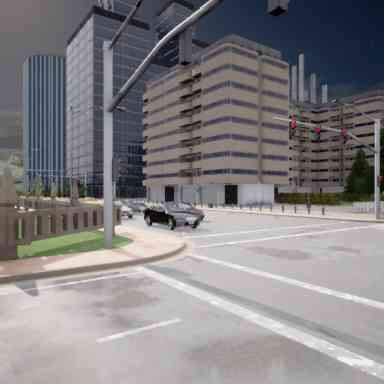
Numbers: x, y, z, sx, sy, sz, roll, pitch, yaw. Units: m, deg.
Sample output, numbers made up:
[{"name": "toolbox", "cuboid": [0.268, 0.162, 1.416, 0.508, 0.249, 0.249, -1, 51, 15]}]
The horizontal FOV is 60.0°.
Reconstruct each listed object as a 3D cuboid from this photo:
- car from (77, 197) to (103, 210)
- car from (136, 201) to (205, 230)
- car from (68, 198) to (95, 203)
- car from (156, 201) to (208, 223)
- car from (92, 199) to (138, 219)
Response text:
[{"name": "car", "cuboid": [-13.681, 1.483, 44.585, 1.882, 1.535, 5.008, 0, 0, -35]}, {"name": "car", "cuboid": [-1.390, 1.496, 21.214, 2.128, 1.511, 4.902, 0, 0, -34]}, {"name": "car", "cuboid": [-13.212, 1.552, 37.867, 2.033, 1.411, 5.357, 0, 0, -35]}, {"name": "car", "cuboid": [-0.915, 1.531, 26.681, 1.812, 1.442, 4.674, 0, 0, -36]}, {"name": "car", "cuboid": [-6.737, 1.530, 28.780, 1.812, 1.442, 4.674, 0, 0, -35]}]
